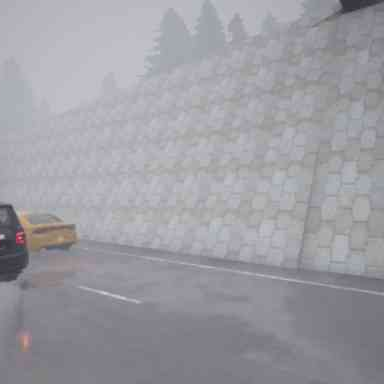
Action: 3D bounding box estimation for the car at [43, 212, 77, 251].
[{"bbox_3d":[-6.589,1.494,12.997,5.008,1.535,1.882,0,0,36],"label":"car"}]

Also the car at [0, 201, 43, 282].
[{"bbox_3d":[-6.479,1.234,8.617,5.566,2.045,2.150,0,0,36],"label":"car"}]
